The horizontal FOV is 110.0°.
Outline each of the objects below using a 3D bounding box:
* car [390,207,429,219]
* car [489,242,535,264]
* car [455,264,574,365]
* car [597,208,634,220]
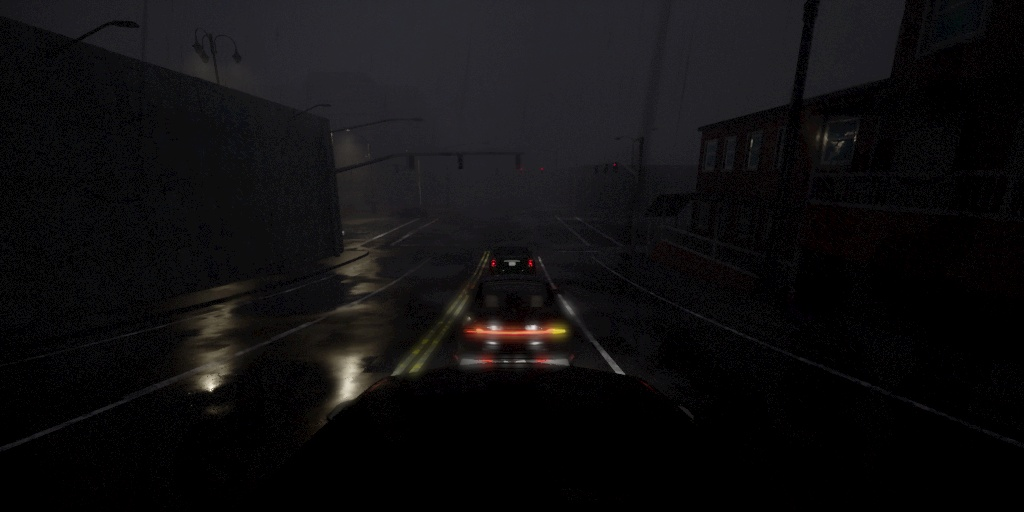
[{"bbox_3d":[-13.178,-5.542,46.182,4.892,1.490,1.837,0,12,0],"label":"car"},{"bbox_3d":[0.013,0.085,17.445,2.097,1.767,4.553,0,7,0],"label":"car"},{"bbox_3d":[0.052,1.122,7.195,1.837,1.490,4.892,0,2,0],"label":"car"},{"bbox_3d":[13.372,-5.436,46.135,4.718,1.301,1.895,0,12,1],"label":"car"}]
